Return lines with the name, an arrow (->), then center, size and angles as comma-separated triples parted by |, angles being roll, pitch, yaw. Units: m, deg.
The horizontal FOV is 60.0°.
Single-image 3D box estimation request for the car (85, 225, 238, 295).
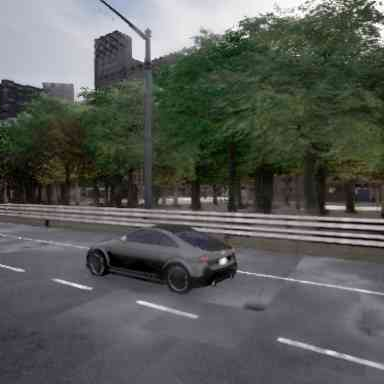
car -> -0.915, 1.566, 8.823 | 4.181, 1.385, 1.994 | 0, 0, 36
